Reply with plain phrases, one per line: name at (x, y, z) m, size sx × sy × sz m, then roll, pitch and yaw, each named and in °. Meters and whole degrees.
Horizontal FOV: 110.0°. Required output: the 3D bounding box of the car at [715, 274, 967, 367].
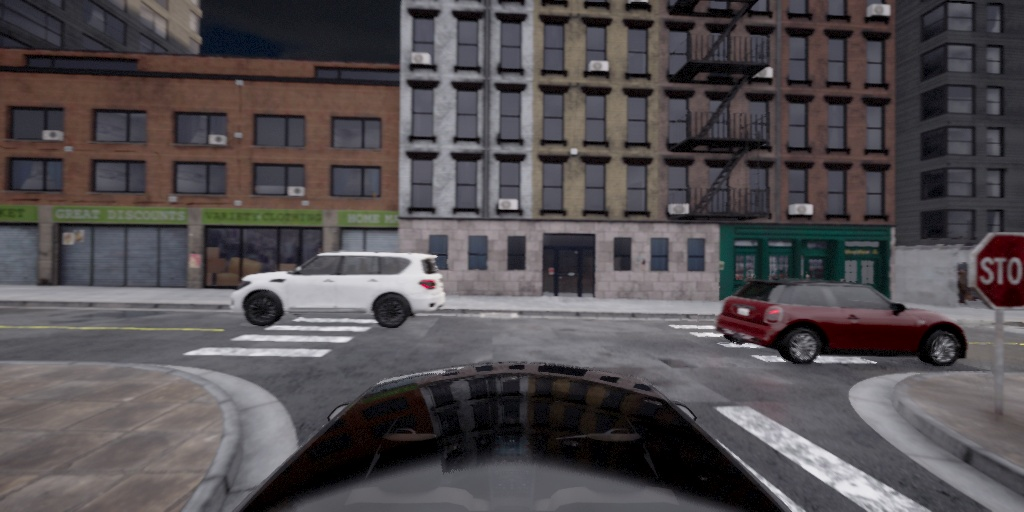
car at (7.332, 1.343, 8.227) m, size 4.553 × 1.767 × 2.097 m, roll 2°, pitch 0°, yaw -4°

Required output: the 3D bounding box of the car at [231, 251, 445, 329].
car at (-4.769, 0.869, 10.434) m, size 5.566 × 2.045 × 2.150 m, roll 2°, pitch 0°, yaw -4°
